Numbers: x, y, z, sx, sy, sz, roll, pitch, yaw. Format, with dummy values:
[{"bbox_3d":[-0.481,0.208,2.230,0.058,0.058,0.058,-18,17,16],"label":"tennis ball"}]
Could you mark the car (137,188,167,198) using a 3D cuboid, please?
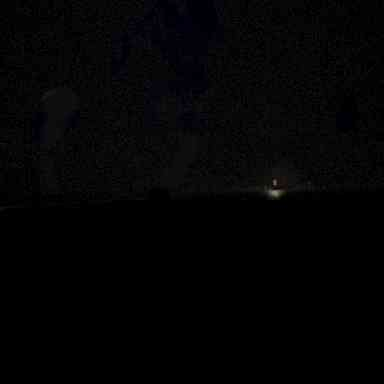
[{"bbox_3d":[-6.261,0.145,52.671,2.033,1.411,5.357,-1,1,36],"label":"car"}]
